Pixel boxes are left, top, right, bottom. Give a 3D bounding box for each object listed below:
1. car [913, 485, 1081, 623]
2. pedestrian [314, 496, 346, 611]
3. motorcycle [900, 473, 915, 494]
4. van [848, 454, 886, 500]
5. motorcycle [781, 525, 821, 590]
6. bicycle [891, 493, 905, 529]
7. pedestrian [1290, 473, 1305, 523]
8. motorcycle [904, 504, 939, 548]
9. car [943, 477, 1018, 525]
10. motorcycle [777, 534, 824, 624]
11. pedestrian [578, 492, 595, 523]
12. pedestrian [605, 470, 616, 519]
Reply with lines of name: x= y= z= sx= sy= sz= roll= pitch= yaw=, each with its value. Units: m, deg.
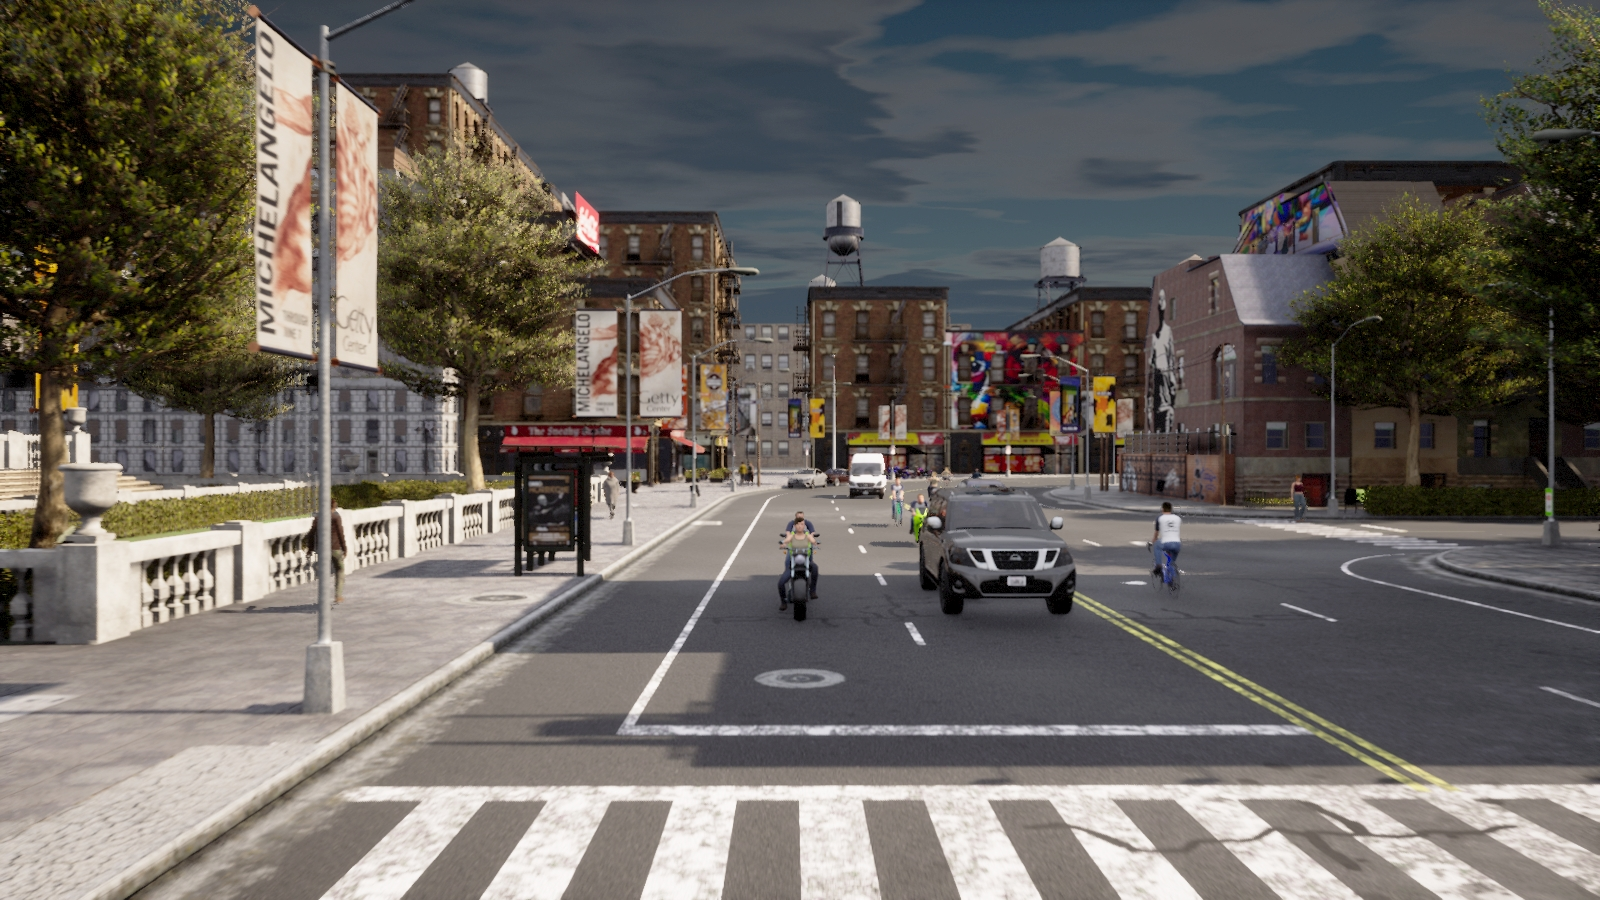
car: x=3.470 y=1.770 z=21.264 sx=2.150 sy=2.045 sz=5.566 roll=0 pitch=0 yaw=0
pedestrian: x=-7.717 y=1.687 z=18.771 sx=0.375 sy=1.860 sz=0.375 roll=0 pitch=0 yaw=-1
motorcycle: x=6.953 y=2.138 z=73.881 sx=0.764 sy=1.277 sz=2.356 roll=0 pitch=0 yaw=1
van: x=3.942 y=1.506 z=66.387 sx=1.988 sy=2.561 sz=5.915 roll=0 pitch=0 yaw=6
motorcycle: x=0.021 y=2.202 z=23.694 sx=0.803 sy=1.145 sz=2.033 roll=0 pitch=0 yaw=0
bicycle: x=3.523 y=2.188 z=41.211 sx=0.373 sy=1.196 sz=1.643 roll=0 pitch=0 yaw=0
pedestrian: x=18.973 y=1.830 z=43.583 sx=0.375 sy=1.860 sz=0.375 roll=0 pitch=0 yaw=-2
motorcycle: x=3.521 y=2.198 z=33.290 sx=0.803 sy=1.145 sz=2.033 roll=0 pitch=0 yaw=0
car: x=7.001 y=1.949 z=44.829 sx=2.242 sy=1.667 sz=4.611 roll=0 pitch=0 yaw=0
motorcycle: x=0.009 y=2.161 z=19.542 sx=0.764 sy=1.277 sz=2.356 roll=0 pitch=0 yaw=0
pedestrian: x=-7.687 y=2.058 z=41.153 sx=0.500 sy=1.100 sz=0.500 roll=0 pitch=0 yaw=3
pedestrian: x=-7.166 y=1.677 z=43.255 sx=0.375 sy=1.860 sz=0.375 roll=0 pitch=0 yaw=-16
